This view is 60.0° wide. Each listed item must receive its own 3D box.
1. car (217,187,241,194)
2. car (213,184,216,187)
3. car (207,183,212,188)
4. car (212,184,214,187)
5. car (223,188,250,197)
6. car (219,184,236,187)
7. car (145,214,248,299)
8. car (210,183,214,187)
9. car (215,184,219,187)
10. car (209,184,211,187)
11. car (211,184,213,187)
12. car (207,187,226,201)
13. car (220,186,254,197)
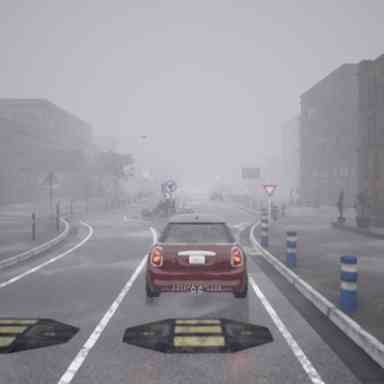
[{"bbox_3d":[7.870,-0.352,71.164,5.008,1.535,2.097,0,2,-1],"label":"car"},{"bbox_3d":[7.842,-0.450,73.919,4.892,1.521,2.231,0,2,-1],"label":"car"},{"bbox_3d":[7.576,-1.222,90.440,5.566,2.045,2.435,0,1,-1],"label":"car"},{"bbox_3d":[7.805,-0.545,76.673,4.892,1.521,2.231,0,2,-1],"label":"car"},{"bbox_3d":[8.033,0.122,60.153,4.674,1.452,2.002,0,2,-1],"label":"car"},{"bbox_3d":[7.959,-0.158,62.899,4.553,1.767,2.185,0,2,-1],"label":"car"},{"bbox_3d":[0.124,1.331,8.614,2.097,1.767,4.553,0,0,1],"label":"car"},{"bbox_3d":[7.727,-0.727,82.181,5.008,1.535,2.097,0,2,-1],"label":"car"},{"bbox_3d":[7.982,-0.393,65.647,5.566,2.045,2.435,0,2,-1],"label":"car"},{"bbox_3d":[7.646,-0.853,87.691,4.674,1.452,2.002,0,2,-1],"label":"car"},{"bbox_3d":[7.730,-0.609,79.428,4.792,1.488,2.163,0,2,-1],"label":"car"},{"bbox_3d":[3.624,0.537,50.384,1.837,1.490,4.892,0,3,-1],"label":"car"},{"bbox_3d":[7.882,0.196,57.394,5.366,1.575,1.946,0,2,-1],"label":"car"}]
